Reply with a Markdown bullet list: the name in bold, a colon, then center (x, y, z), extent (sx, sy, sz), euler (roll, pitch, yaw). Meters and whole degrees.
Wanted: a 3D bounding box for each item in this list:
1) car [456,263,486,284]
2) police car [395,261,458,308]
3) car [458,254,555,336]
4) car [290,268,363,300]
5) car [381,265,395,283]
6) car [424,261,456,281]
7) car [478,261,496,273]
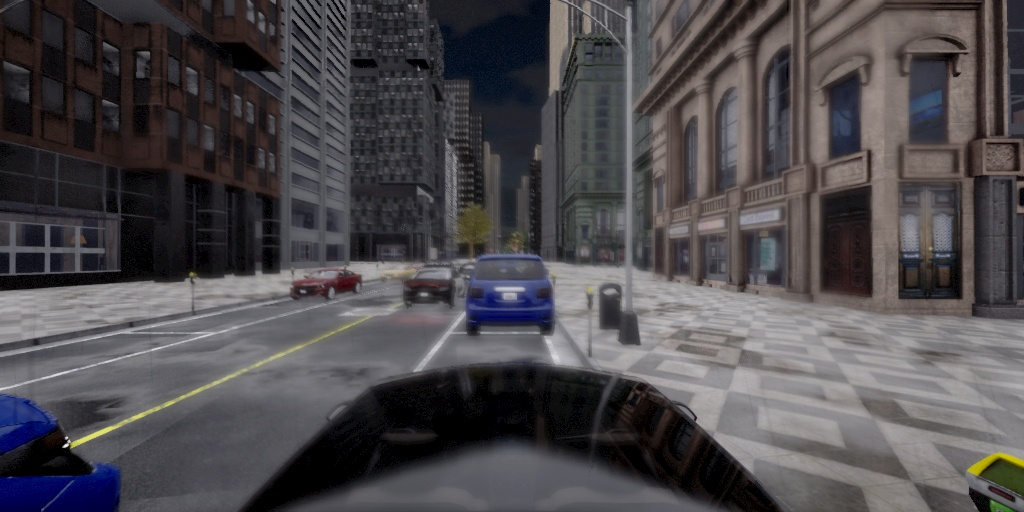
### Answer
- **car**: center (-3.064, 1.278, 27.591), extent (1.812, 1.442, 4.674), euler (0, 0, 0)
- **police car**: center (-3.143, 1.176, 15.470), extent (1.930, 1.638, 5.238), euler (0, 0, 0)
- **car**: center (-0.039, 0.979, 10.530), extent (2.150, 2.045, 5.566), euler (0, 0, 0)
- **car**: center (-8.919, 1.296, 17.578), extent (1.888, 1.381, 4.507), euler (0, 0, 0)
- **car**: center (-8.921, 1.278, 28.459), extent (1.751, 1.417, 4.829), euler (0, 0, 0)
- **car**: center (-6.233, 1.231, 31.567), extent (1.882, 1.535, 5.008), euler (0, 0, 0)
- **car**: center (-3.055, 1.356, 45.143), extent (1.895, 1.301, 4.718), euler (0, 0, 0)
